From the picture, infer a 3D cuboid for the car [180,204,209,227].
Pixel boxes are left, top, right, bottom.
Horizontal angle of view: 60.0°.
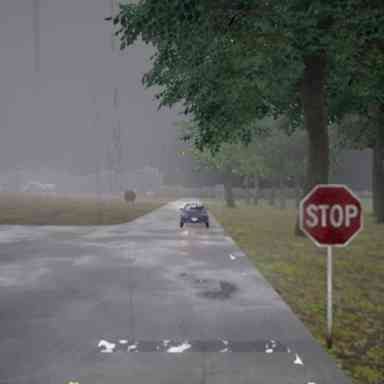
[{"bbox_3d":[0.162,1.516,22.805,1.812,1.442,4.674,0,0,0],"label":"car"}]
